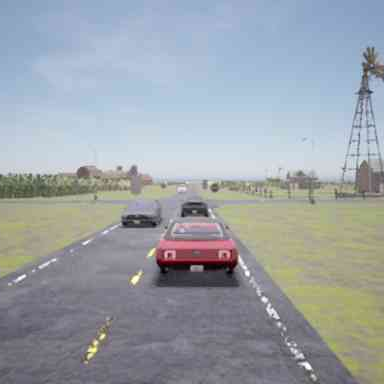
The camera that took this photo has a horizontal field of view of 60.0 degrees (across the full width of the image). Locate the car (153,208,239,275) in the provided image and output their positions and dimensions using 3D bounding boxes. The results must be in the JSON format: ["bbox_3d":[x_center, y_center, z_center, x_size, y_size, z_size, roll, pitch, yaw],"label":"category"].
[{"bbox_3d":[0.131,1.375,9.661,1.895,1.301,4.718,0,1,0],"label":"car"}]

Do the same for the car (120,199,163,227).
[{"bbox_3d":[-2.744,1.095,19.352,2.033,1.411,5.357,0,1,0],"label":"car"}]

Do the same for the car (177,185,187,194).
[{"bbox_3d":[-2.376,-0.699,80.582,2.150,2.045,5.566,0,1,0],"label":"car"}]

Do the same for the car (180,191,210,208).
[{"bbox_3d":[0.191,0.950,23.729,1.837,1.490,4.892,0,1,0],"label":"car"}]
